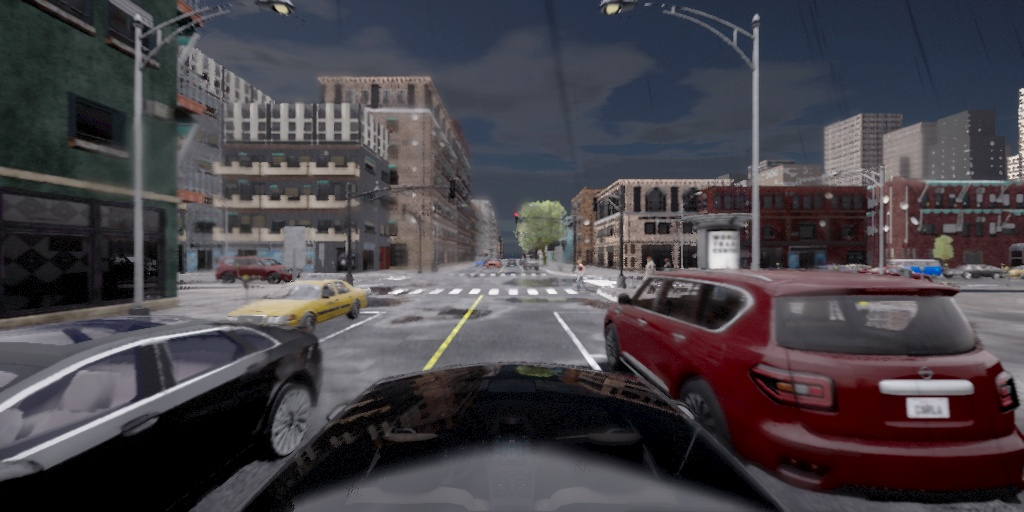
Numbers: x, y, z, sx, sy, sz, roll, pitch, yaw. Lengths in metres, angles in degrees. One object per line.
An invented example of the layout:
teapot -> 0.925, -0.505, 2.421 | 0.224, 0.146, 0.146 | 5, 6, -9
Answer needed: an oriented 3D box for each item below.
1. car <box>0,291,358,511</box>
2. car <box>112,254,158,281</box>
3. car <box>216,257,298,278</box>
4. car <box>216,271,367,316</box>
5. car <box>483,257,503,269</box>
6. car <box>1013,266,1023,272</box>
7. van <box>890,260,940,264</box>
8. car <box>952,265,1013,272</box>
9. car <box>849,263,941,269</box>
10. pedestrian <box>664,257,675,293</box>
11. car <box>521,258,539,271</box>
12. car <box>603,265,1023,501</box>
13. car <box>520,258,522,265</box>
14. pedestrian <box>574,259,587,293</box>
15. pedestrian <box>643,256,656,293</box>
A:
car -> -3.092, 1.241, 2.184 | 2.128, 1.511, 4.902 | 0, 0, 0
car -> -28.904, 0.857, 26.987 | 5.566, 2.045, 2.150 | 0, 0, 0
car -> -17.277, 0.989, 24.479 | 5.009, 1.841, 2.192 | 0, 0, 0
car -> -5.692, 1.266, 10.079 | 1.751, 1.417, 4.829 | 0, 0, 0
car -> -3.046, 1.086, 57.724 | 2.097, 1.767, 4.553 | 0, 0, 0
car -> 48.017, 1.475, 33.324 | 4.829, 1.417, 1.751 | 0, 0, 0
van -> 37.135, 1.233, 33.247 | 3.998, 1.789, 1.690 | 0, 0, 0
car -> 42.661, 1.471, 33.286 | 4.403, 1.370, 2.007 | 0, 0, 0
car -> 26.146, 1.395, 24.736 | 4.507, 1.381, 1.888 | 0, 0, 0
pedestrian -> 8.119, 0.981, 18.652 | 0.375, 1.860, 0.375 | 0, 0, 0
car -> 2.689, 1.279, 48.199 | 2.007, 1.370, 4.403 | 0, 0, 0
car -> 2.690, 1.061, 4.709 | 2.192, 1.841, 5.009 | 0, 0, 0
car -> 2.689, 1.171, 53.896 | 1.967, 1.591, 4.097 | 0, 0, 0
pedestrian -> 3.669, 1.025, 19.253 | 0.375, 1.860, 0.375 | 0, 0, 0
pedestrian -> 6.992, 0.902, 18.052 | 0.375, 1.860, 0.375 | 0, 0, 0
